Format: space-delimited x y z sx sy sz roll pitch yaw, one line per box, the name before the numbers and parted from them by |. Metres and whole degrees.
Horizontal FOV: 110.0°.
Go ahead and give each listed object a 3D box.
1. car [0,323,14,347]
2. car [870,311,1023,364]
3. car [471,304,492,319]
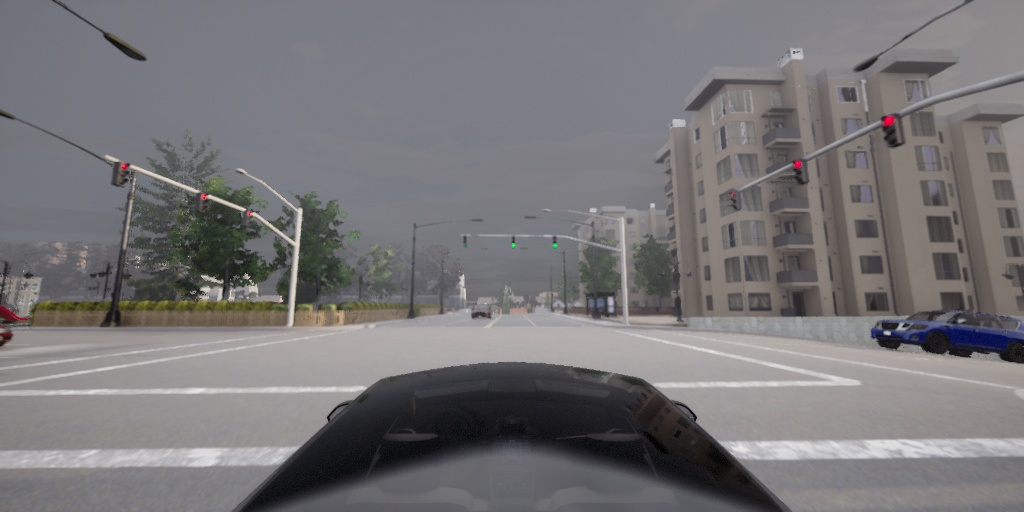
car | -19.734 2.415 11.889 4.674 1.442 1.812 0 -8 -1
car | 19.506 3.444 15.988 5.566 2.045 2.150 7 -8 1
car | -3.467 6.290 41.012 2.097 1.767 4.553 0 -8 0
